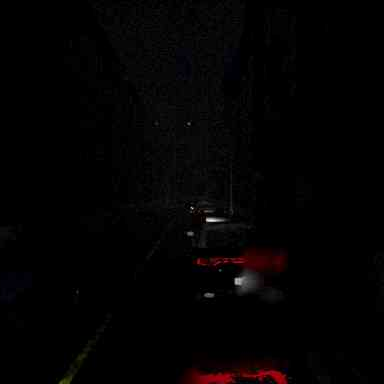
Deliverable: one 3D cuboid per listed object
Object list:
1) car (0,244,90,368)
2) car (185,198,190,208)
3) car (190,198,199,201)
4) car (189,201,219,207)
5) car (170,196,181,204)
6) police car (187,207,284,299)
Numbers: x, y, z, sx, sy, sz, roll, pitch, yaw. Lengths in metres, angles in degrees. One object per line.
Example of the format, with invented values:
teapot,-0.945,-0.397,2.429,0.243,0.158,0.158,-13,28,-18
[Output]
car,-3.099,1.547,4.886,2.033,1.411,5.357,0,0,0
car,0.040,1.559,47.293,1.994,1.385,4.181,0,0,1
car,0.906,1.454,24.730,1.801,1.575,5.366,0,0,0
car,0.905,1.477,18.539,1.882,1.535,5.008,0,0,0
car,-2.985,1.472,60.821,2.128,1.511,4.902,0,0,0
police car,0.902,1.425,8.650,1.930,1.638,5.238,0,0,0
